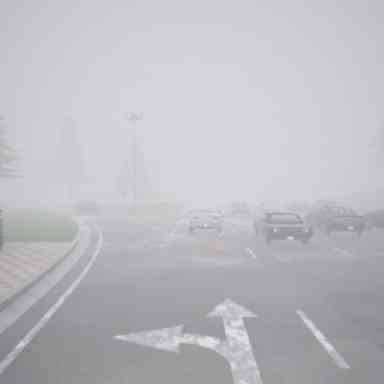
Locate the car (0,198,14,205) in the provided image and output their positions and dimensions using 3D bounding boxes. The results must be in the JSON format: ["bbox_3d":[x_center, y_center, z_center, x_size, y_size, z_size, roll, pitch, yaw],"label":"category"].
[{"bbox_3d":[-36.894,1.860,65.748,4.181,1.385,1.994,0,0,42],"label":"car"}]

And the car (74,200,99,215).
[{"bbox_3d":[-11.659,1.640,36.614,2.128,1.511,4.902,0,0,-33],"label":"car"}]

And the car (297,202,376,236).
[{"bbox_3d":[7.768,1.527,18.530,2.128,1.511,4.902,0,0,2],"label":"car"}]

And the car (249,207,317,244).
[{"bbox_3d":[4.191,1.640,16.109,1.895,1.301,4.718,0,0,2],"label":"car"}]

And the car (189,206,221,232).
[{"bbox_3d":[0.814,1.588,20.497,1.812,1.442,4.674,0,0,2],"label":"car"}]

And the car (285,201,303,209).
[{"bbox_3d":[11.858,1.683,37.146,1.895,1.301,4.718,0,0,2],"label":"car"}]

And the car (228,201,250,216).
[{"bbox_3d":[4.739,1.639,33.485,2.033,1.411,5.357,0,0,2],"label":"car"}]

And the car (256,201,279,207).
[{"bbox_3d":[8.360,1.694,37.254,1.895,1.301,4.718,0,0,2],"label":"car"}]

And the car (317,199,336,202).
[{"bbox_3d":[15.407,1.581,38.589,1.837,1.490,4.892,0,0,2],"label":"car"}]

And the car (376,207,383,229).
[{"bbox_3d":[11.269,1.517,18.419,2.128,1.511,4.902,0,0,2],"label":"car"}]
